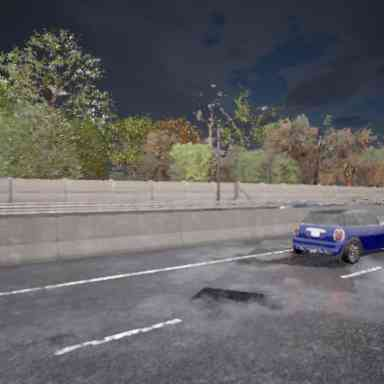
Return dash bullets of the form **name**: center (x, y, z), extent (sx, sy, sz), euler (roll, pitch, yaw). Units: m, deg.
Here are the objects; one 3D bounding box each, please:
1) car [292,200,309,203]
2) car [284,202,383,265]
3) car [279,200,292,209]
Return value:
- **car**: center (12.973, 1.739, 34.759), extent (4.718, 1.301, 1.895), euler (0, 0, -35)
- **car**: center (5.794, 1.405, 12.186), extent (4.553, 1.767, 2.097), euler (0, 0, -36)
- **car**: center (12.099, 1.636, 38.429), extent (4.902, 1.511, 2.128), euler (0, 0, -35)
